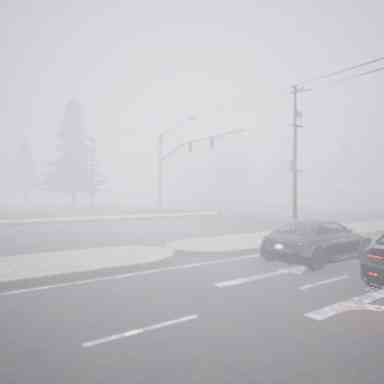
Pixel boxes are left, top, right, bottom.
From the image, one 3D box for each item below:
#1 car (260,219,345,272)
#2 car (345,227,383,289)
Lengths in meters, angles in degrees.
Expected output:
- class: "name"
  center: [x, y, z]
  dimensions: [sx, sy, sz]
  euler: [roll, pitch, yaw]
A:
- class: "car"
  center: [4.228, 1.605, 11.103]
  dimensions: [4.181, 1.385, 1.994]
  euler: [0, 0, -36]
- class: "car"
  center: [5.960, 1.544, 8.006]
  dimensions: [4.892, 1.490, 1.837]
  euler: [0, 0, -35]
